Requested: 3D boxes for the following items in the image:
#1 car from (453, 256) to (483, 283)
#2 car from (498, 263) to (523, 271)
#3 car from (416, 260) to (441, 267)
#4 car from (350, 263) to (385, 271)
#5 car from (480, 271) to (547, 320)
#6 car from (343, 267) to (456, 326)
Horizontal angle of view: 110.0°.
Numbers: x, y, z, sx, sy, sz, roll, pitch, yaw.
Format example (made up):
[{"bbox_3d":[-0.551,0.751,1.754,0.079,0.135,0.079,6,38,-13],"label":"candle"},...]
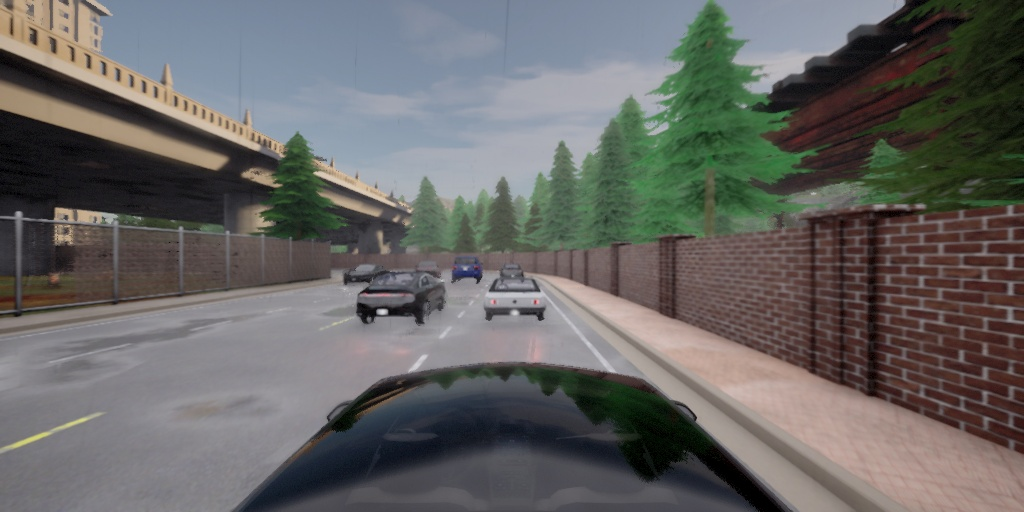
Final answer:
[{"bbox_3d":[-3.545,1.045,28.693,2.150,2.045,5.566,0,0,-3],"label":"car"},{"bbox_3d":[-0.111,1.317,29.644,2.128,1.511,4.902,0,0,-3],"label":"car"},{"bbox_3d":[-7.670,1.189,32.717,2.097,1.767,4.553,0,0,-16],"label":"car"},{"bbox_3d":[-10.593,1.298,26.399,1.882,1.535,5.008,0,0,-1],"label":"car"},{"bbox_3d":[0.094,1.380,12.691,1.895,1.301,4.718,0,0,0],"label":"car"},{"bbox_3d":[-3.409,1.270,11.865,2.128,1.511,4.902,0,0,0],"label":"car"}]
